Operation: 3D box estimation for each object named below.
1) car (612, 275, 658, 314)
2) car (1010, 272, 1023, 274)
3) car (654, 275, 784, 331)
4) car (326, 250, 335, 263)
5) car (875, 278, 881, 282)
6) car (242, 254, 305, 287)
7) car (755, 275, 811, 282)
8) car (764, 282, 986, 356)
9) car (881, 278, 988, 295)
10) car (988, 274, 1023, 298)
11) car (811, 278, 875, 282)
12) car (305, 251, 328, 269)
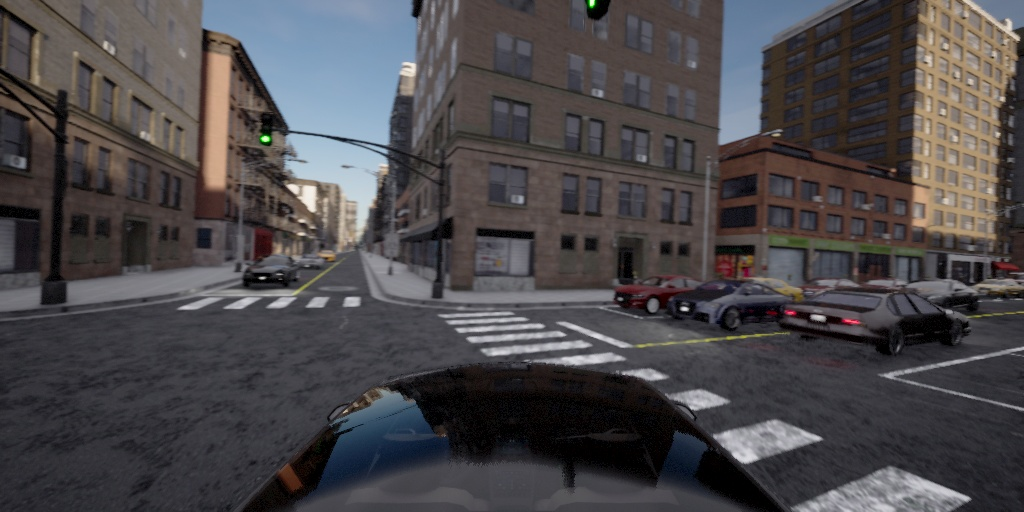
[{"bbox_3d":[6.077,1.419,14.190,4.507,1.381,1.888,0,0,-23],"label":"car"},{"bbox_3d":[41.535,2.262,29.023,5.009,1.841,2.192,0,0,-23],"label":"car"},{"bbox_3d":[7.056,1.474,11.601,4.181,1.385,1.994,2,0,-23],"label":"car"},{"bbox_3d":[-24.672,0.015,47.734,1.882,1.535,5.008,2,0,-23],"label":"car"},{"bbox_3d":[21.273,1.913,20.547,4.207,1.307,1.802,0,0,-23],"label":"car"},{"bbox_3d":[-12.322,0.694,18.578,1.837,1.490,4.892,2,1,-23],"label":"car"},{"bbox_3d":[10.986,1.551,16.243,4.829,1.417,1.751,0,0,-23],"label":"car"},{"bbox_3d":[9.318,1.533,9.188,5.357,1.411,2.033,2,0,-23],"label":"car"},{"bbox_3d":[20.079,1.827,17.045,4.674,1.442,1.812,2,0,-23],"label":"car"},{"bbox_3d":[36.314,2.318,26.838,4.829,1.417,1.751,0,0,-23],"label":"car"},{"bbox_3d":[16.209,1.760,18.428,4.207,1.307,1.802,0,0,-23],"label":"car"},{"bbox_3d":[-18.267,0.484,32.543,1.895,1.301,4.718,2,0,-23],"label":"car"}]
